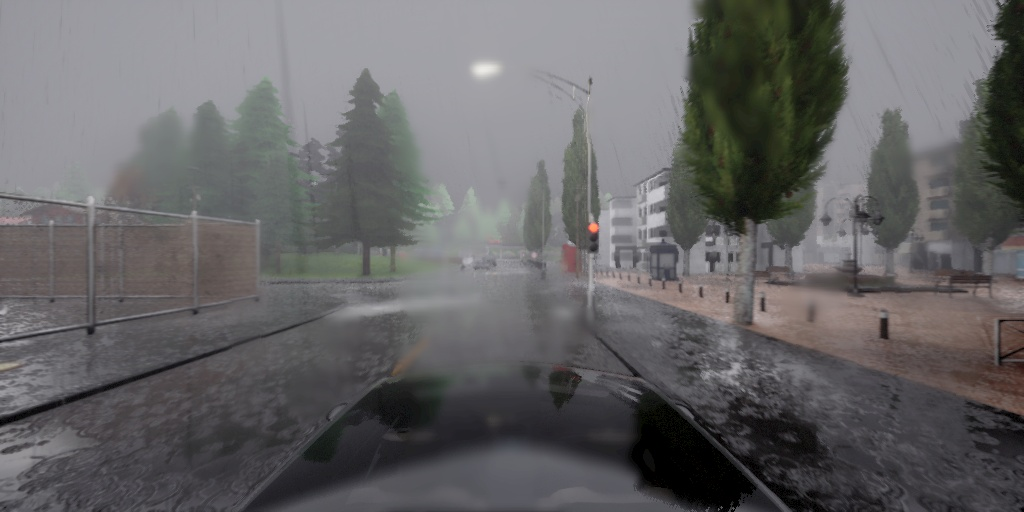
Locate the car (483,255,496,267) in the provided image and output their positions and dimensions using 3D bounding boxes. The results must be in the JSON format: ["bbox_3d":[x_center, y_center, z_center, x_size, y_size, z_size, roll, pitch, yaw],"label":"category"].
[{"bbox_3d":[-3.975,0.832,64.630,2.150,2.045,5.566,0,0,1],"label":"car"}]

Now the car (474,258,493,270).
[{"bbox_3d":[-4.055,1.261,48.774,1.895,1.301,4.718,0,0,1],"label":"car"}]
